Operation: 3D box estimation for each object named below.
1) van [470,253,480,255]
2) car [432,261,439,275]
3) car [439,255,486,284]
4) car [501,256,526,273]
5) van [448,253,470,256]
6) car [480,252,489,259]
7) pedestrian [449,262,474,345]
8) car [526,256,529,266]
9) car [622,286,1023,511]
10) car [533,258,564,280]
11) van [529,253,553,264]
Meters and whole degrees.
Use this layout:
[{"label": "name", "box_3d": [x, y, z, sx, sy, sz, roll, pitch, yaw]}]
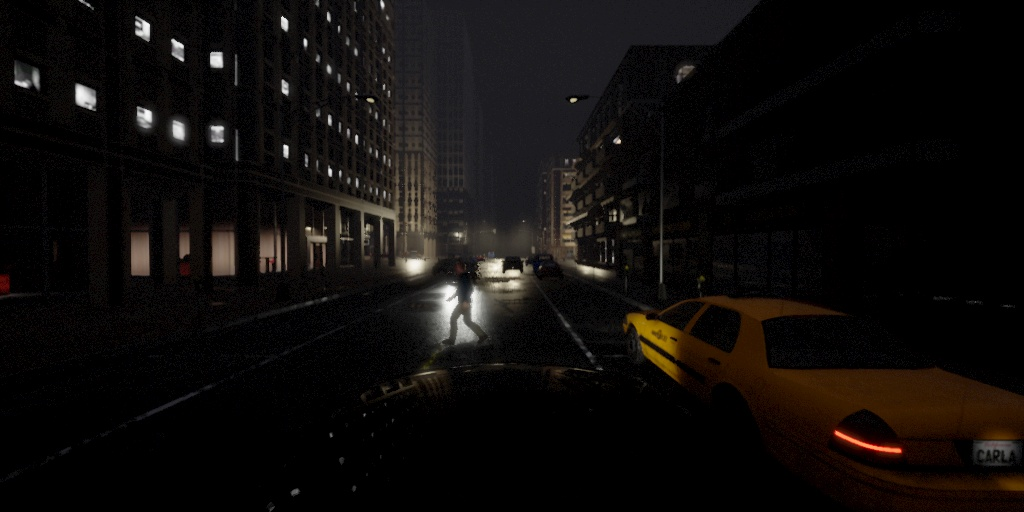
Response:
[{"label": "van", "box_3d": [-5.691, 0.444, 48.221, 1.690, 1.789, 3.998, 0, 0, 0]}, {"label": "car", "box_3d": [-5.690, 0.902, 31.277, 1.948, 1.339, 4.313, 0, 0, 0]}, {"label": "car", "box_3d": [-3.100, 0.932, 23.736, 2.128, 1.511, 4.902, 0, 1, 0]}, {"label": "car", "box_3d": [0.092, 0.803, 33.727, 1.837, 1.490, 4.892, 0, 0, 0]}, {"label": "van", "box_3d": [-5.691, 0.599, 36.925, 1.690, 1.789, 3.998, 0, 0, 0]}, {"label": "car", "box_3d": [-5.691, 0.315, 65.166, 1.967, 1.591, 4.097, 0, 0, 0]}, {"label": "pedestrian", "box_3d": [-1.067, 0.960, 7.629, 0.375, 1.860, 0.375, 0, 1, -2]}, {"label": "car", "box_3d": [2.690, 0.654, 48.221, 2.007, 1.370, 4.403, 0, 0, 0]}, {"label": "car", "box_3d": [2.999, 1.162, 4.781, 1.801, 1.575, 5.366, 0, 1, 0]}, {"label": "car", "box_3d": [2.690, 0.996, 25.629, 1.802, 1.307, 4.207, 0, 0, 0]}, {"label": "van", "box_3d": [2.690, 0.677, 31.277, 1.690, 1.789, 3.998, 0, 0, 0]}]
